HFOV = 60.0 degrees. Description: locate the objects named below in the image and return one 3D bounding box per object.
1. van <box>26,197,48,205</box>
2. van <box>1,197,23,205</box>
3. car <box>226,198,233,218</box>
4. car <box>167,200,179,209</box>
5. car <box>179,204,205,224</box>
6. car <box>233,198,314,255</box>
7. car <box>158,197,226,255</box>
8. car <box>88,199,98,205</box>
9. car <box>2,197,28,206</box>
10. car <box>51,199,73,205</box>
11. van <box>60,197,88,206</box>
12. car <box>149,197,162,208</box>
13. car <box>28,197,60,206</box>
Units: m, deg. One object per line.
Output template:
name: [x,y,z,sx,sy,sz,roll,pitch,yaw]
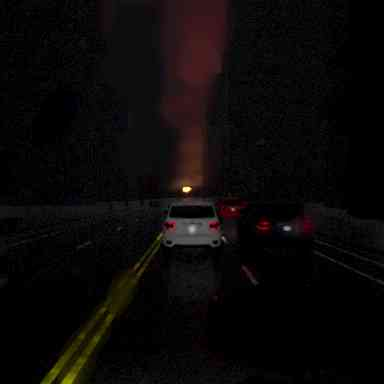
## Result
van: [-34.914,2.058,75.001,3.998,1.788,1.690,0,-1,0]
van: [-40.591,2.055,74.999,3.998,1.788,1.690,0,-1,0]
car: [3.256,1.497,29.018,2.150,2.045,5.566,0,0,0]
car: [-3.244,2.092,58.364,1.812,1.442,4.674,0,-1,0]
car: [0.006,1.828,28.992,2.033,1.411,5.357,0,-1,0]
car: [3.255,1.352,14.024,2.150,2.045,5.566,0,0,0]
car: [0.004,1.352,14.022,2.150,2.045,5.566,0,0,0]
car: [-23.559,2.275,75.000,4.403,1.369,2.008,0,-1,0]
car: [-34.911,2.191,66.473,4.206,1.307,1.802,0,-1,0]
car: [-29.236,2.302,74.999,4.206,1.307,1.802,0,-1,0]
van: [-23.555,1.957,66.478,3.998,1.788,1.690,0,-1,0]
car: [-6.491,2.116,58.753,2.033,1.411,5.357,0,-1,0]
car: [-29.233,1.927,66.478,5.009,1.841,2.192,0,-1,0]
